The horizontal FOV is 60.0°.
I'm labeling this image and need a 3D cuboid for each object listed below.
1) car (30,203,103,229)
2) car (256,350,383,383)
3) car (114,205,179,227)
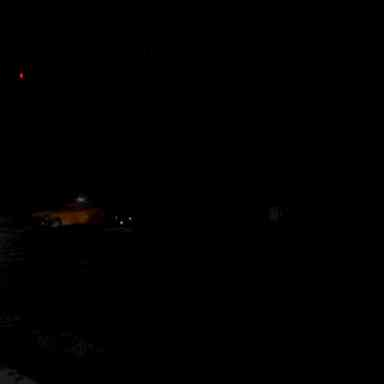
[{"bbox_3d":[-8.388,1.543,22.672,1.882,1.535,5.008,1,0,35],"label":"car"},{"bbox_3d":[2.298,1.544,1.320,4.507,1.381,1.887,0,1,35],"label":"car"},{"bbox_3d":[-3.168,1.696,24.428,2.033,1.411,5.357,1,0,35],"label":"car"}]
